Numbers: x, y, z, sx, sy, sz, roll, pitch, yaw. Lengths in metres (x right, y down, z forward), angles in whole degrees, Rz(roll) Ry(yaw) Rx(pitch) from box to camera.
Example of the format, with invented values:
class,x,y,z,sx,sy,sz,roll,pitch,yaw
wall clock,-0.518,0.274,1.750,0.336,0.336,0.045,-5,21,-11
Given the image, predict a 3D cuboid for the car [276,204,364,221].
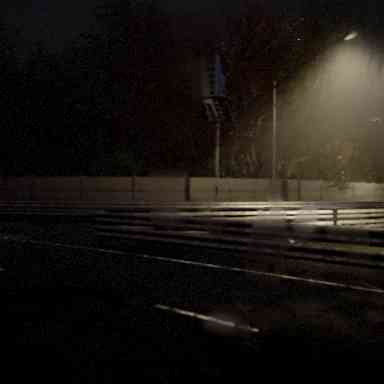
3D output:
class,x,y,z,sx,sy,sz,roll,pitch,yaw
car,7.735,1.405,19.913,5.357,1.411,2.033,0,1,-21
